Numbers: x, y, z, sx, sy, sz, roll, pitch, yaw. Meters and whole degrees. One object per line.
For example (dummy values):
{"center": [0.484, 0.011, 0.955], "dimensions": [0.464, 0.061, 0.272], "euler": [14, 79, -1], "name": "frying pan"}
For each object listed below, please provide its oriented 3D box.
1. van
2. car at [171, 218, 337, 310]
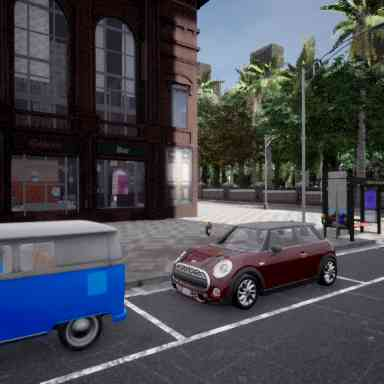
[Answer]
{"center": [-2.909, 1.341, 4.579], "dimensions": [3.998, 1.788, 1.690], "euler": [0, 0, -35], "name": "van"}
{"center": [1.509, 1.439, 7.729], "dimensions": [4.097, 1.590, 1.967], "euler": [0, 0, -35], "name": "car"}
